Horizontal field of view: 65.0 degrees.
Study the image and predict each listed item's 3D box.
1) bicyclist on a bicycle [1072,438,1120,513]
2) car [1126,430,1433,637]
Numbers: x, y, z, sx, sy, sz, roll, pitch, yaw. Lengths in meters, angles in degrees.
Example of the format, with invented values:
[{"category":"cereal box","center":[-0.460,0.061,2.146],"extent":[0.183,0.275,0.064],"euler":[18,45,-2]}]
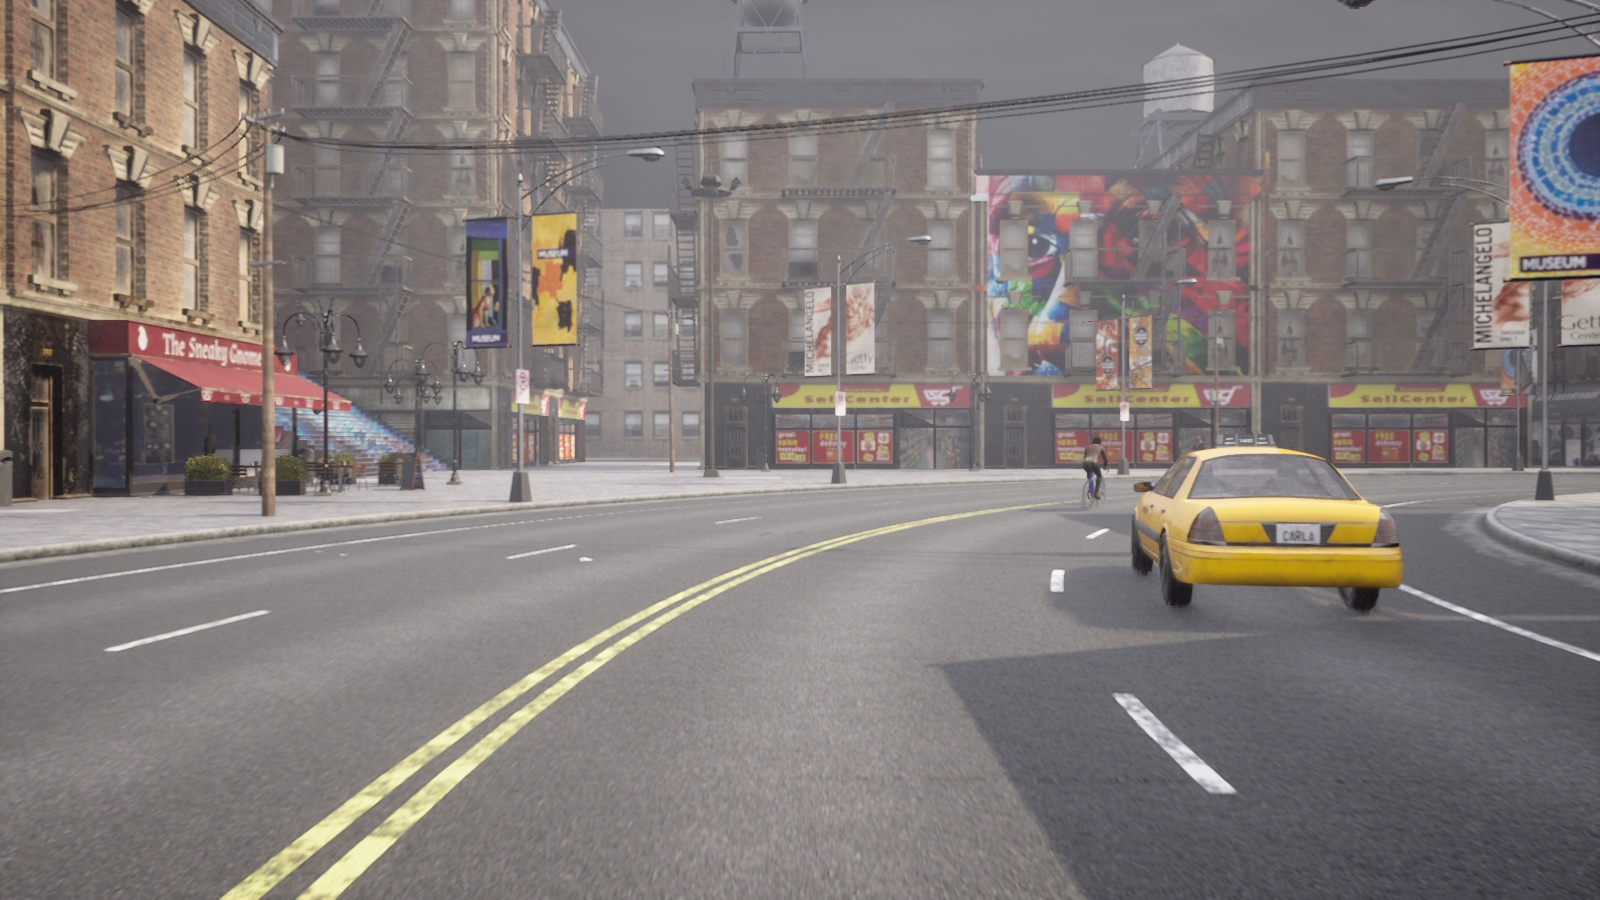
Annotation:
[{"category":"bicyclist on a bicycle","center":[6.562,0.548,27.800],"extent":[0.582,1.620,1.656],"euler":[1,0,30]},{"category":"car","center":[4.378,0.619,12.364],"extent":[1.801,1.575,5.366],"euler":[0,0,10]}]
